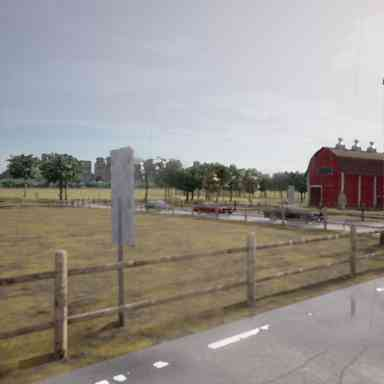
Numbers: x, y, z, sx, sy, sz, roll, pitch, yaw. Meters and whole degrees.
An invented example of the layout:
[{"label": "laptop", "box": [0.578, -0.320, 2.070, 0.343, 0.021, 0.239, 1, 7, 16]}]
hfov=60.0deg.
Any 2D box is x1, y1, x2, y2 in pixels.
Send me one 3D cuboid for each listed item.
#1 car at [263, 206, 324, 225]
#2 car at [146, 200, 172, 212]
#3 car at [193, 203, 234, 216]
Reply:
[{"label": "car", "box": [7.962, 1.742, 26.075, 1.895, 1.301, 4.718, -1, 0, -36]}, {"label": "car", "box": [-4.380, 1.767, 43.465, 1.812, 1.442, 4.674, -1, 0, -35]}, {"label": "car", "box": [2.178, 1.770, 34.198, 1.895, 1.301, 4.718, -1, 0, -35]}]
